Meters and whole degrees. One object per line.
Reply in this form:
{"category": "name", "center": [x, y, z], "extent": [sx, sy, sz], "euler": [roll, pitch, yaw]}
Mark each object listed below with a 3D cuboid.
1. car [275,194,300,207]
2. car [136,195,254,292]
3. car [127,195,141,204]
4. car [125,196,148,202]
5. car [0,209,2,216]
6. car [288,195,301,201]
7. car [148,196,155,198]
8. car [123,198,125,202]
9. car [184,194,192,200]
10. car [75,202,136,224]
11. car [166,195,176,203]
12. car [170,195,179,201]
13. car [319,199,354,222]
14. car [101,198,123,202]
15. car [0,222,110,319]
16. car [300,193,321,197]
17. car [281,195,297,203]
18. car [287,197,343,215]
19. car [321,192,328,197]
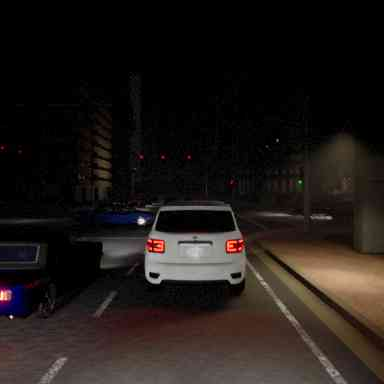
{"category": "car", "center": [13.242, 1.153, 47.078], "extent": [1.932, 1.855, 4.605], "euler": [0, 0, 0]}
{"category": "car", "center": [0.094, 1.221, 9.055], "extent": [2.150, 2.045, 5.566], "euler": [0, 0, 1]}
{"category": "car", "center": [-11.420, 1.477, 65.740], "extent": [1.882, 1.535, 5.008], "euler": [0, 0, 0]}
{"category": "car", "center": [-7.906, 1.477, 47.761], "extent": [1.882, 1.535, 5.008], "euler": [0, 0, 0]}
{"category": "car", "center": [-17.829, 1.221, 25.634], "extent": [5.566, 2.045, 2.150], "euler": [0, 0, -2]}
{"category": "car", "center": [24.580, 1.395, 79.603], "extent": [1.970, 1.475, 3.806], "euler": [0, 0, 0]}
{"category": "car", "center": [-7.935, 1.505, 57.032], "extent": [1.837, 1.490, 4.892], "euler": [0, 0, 0]}
{"category": "car", "center": [-11.432, 1.601, 55.254], "extent": [1.895, 1.301, 4.718], "euler": [0, 0, 0]}
{"category": "car", "center": [-0.979, 1.303, 85.781], "extent": [1.882, 1.535, 5.008], "euler": [0, 0, 0]}
{"category": "car", "center": [-4.908, 1.547, 22.127], "extent": [5.357, 1.411, 2.033], "euler": [0, 0, -1]}
{"category": "car", "center": [-4.386, 1.501, 70.303], "extent": [1.837, 1.490, 4.892], "euler": [0, 0, 0]}
{"category": "car", "center": [-4.474, 1.552, 84.583], "extent": [1.994, 1.385, 4.181], "euler": [0, 0, 0]}
{"category": "car", "center": [12.823, 1.491, 25.641], "extent": [4.902, 1.511, 2.128], "euler": [0, 0, 1]}
{"category": "car", "center": [-11.401, 1.547, 45.662], "extent": [2.033, 1.411, 5.357], "euler": [0, 0, 0]}
{"category": "car", "center": [-3.419, 1.601, 7.304], "extent": [1.895, 1.301, 4.718], "euler": [0, 0, 1]}
{"category": "car", "center": [16.136, 1.156, 47.027], "extent": [1.905, 1.878, 3.866], "euler": [0, 0, 0]}
{"category": "car", "center": [18.826, 1.395, 64.496], "extent": [1.970, 1.475, 3.806], "euler": [0, 0, 0]}
{"category": "car", "center": [12.298, 1.505, 32.849], "extent": [4.892, 1.490, 1.837], "euler": [0, 0, 0]}
{"category": "car", "center": [30.159, 1.153, 79.658], "extent": [1.932, 1.855, 4.605], "euler": [0, 0, 0]}
